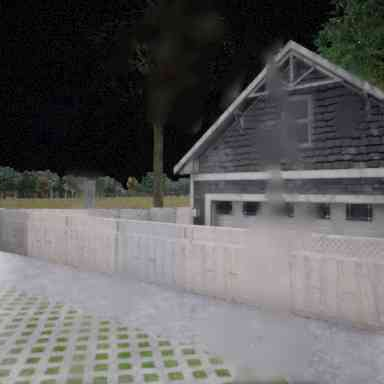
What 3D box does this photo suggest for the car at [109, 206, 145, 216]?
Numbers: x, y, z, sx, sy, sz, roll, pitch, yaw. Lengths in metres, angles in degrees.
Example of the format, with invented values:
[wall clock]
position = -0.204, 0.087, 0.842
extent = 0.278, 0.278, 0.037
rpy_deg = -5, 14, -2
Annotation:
[car]
position = -6.369, 1.895, 28.975
extent = 1.895, 1.301, 4.718
rpy_deg = 0, -1, 35
